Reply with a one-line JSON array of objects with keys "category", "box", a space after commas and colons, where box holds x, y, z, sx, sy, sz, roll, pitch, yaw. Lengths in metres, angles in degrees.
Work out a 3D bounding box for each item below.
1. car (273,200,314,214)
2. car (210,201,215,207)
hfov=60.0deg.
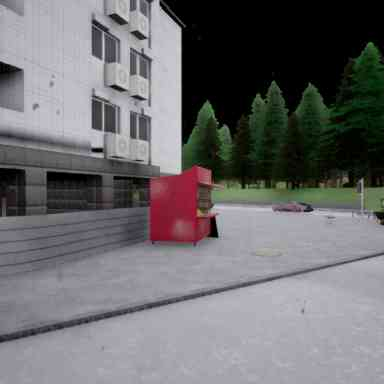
[{"category": "car", "box": [10.716, 1.563, 35.333, 1.994, 1.385, 4.181, 0, 0, -35]}, {"category": "car", "box": [1.466, 1.564, 48.332, 1.994, 1.385, 4.181, 0, 0, -35]}]
